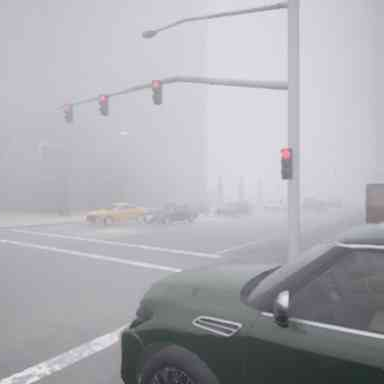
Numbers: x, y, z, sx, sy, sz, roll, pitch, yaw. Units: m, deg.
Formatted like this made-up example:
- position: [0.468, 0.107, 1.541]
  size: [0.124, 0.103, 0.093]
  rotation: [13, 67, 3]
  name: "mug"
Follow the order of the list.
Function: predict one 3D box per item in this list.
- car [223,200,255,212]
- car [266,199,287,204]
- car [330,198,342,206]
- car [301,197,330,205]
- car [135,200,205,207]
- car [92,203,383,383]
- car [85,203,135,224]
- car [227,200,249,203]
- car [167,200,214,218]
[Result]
- position: [5.755, 1.693, 40.463]
  size: [1.895, 1.301, 4.718]
  rotation: [0, 0, 36]
  name: "car"
- position: [10.238, 1.610, 40.684]
  size: [1.812, 1.442, 4.674]
  rotation: [0, 0, 36]
  name: "car"
- position: [20.756, 1.601, 49.008]
  size: [1.812, 1.442, 4.674]
  rotation: [0, 0, 36]
  name: "car"
- position: [15.001, 1.428, 41.005]
  size: [2.097, 1.767, 4.553]
  rotation: [0, 0, 36]
  name: "car"
- position: [-1.493, 1.578, 24.407]
  size: [2.128, 1.511, 4.902]
  rotation: [0, 0, 36]
  name: "car"
- position: [1.911, 1.221, 2.617]
  size: [5.566, 2.045, 2.150]
  rotation: [0, 0, 35]
  name: "car"
- position: [-5.541, 1.571, 24.772]
  size: [1.882, 1.535, 5.008]
  rotation: [0, 0, 36]
  name: "car"
- position: [4.188, 1.633, 32.305]
  size: [2.033, 1.411, 5.357]
  rotation: [0, 0, 35]
  name: "car"
- position: [-0.044, 1.585, 32.415]
  size: [2.128, 1.511, 4.902]
  rotation: [0, 0, 36]
  name: "car"
